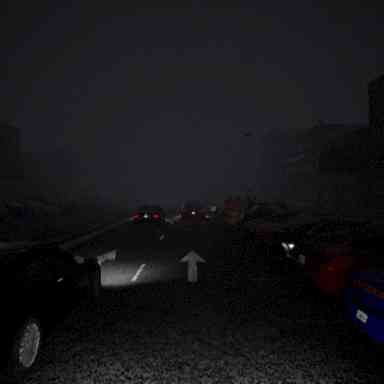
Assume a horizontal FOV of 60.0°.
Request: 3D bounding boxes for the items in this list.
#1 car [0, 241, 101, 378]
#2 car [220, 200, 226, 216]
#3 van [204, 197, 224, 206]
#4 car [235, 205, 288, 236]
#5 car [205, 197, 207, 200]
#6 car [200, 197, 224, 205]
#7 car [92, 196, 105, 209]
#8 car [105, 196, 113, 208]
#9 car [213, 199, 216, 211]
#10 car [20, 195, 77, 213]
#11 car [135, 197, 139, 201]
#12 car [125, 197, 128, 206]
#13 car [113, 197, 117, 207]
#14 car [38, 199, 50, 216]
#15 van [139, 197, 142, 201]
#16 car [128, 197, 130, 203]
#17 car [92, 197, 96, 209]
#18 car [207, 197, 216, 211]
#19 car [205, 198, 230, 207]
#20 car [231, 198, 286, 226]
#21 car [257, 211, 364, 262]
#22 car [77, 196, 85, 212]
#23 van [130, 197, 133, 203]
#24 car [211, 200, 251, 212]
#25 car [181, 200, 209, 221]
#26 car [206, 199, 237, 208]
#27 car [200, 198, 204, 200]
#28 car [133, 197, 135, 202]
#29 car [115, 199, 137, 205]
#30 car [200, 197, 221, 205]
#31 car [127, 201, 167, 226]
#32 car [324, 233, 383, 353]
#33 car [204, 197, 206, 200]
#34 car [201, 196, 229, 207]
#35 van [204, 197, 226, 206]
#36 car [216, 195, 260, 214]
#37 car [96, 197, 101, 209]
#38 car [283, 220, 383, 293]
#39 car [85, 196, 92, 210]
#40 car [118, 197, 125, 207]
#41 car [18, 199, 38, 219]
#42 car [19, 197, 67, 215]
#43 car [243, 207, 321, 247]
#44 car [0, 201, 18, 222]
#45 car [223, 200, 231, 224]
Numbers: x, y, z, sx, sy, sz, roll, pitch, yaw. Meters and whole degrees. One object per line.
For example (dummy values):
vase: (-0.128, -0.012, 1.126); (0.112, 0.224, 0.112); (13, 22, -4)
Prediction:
car: (-2.898, 1.529, 5.388); (1.812, 1.442, 4.674); (0, 0, 0)
car: (4.726, 1.517, 23.839); (4.892, 1.521, 2.231); (0, 0, 0)
van: (4.862, 2.087, 73.840); (4.442, 1.987, 1.878); (0, -1, 0)
car: (4.687, 1.526, 15.626); (4.792, 1.488, 2.163); (0, 0, 0)
car: (4.914, 1.723, 46.051); (5.366, 1.575, 1.946); (0, -1, 0)
car: (4.785, 2.165, 79.523); (5.566, 2.045, 2.435); (0, -1, 0)
car: (-15.770, 1.673, 49.105); (4.553, 1.767, 2.185); (0, -1, 0)
car: (-15.771, 1.607, 51.863); (5.566, 2.045, 2.435); (0, -1, 0)
car: (4.721, 1.588, 32.296); (4.674, 1.452, 2.002); (0, 0, 0)
car: (-15.689, 1.334, 35.331); (5.566, 2.045, 2.435); (0, -1, 0)
car: (-15.752, 2.116, 76.680); (5.566, 2.045, 2.435); (0, -1, 0)
car: (-15.949, 2.152, 65.645); (5.366, 1.575, 1.946); (0, -1, 0)
car: (-15.718, 1.667, 54.620); (5.566, 2.045, 2.435); (0, -1, 0)
car: (-15.707, 1.585, 29.819); (4.674, 1.452, 2.002); (0, 0, 0)
van: (-15.909, 2.284, 84.954); (4.442, 1.987, 1.878); (0, -1, 0)
car: (-15.765, 2.250, 68.400); (4.674, 1.452, 2.002); (0, -1, 0)
car: (-15.725, 1.693, 43.594); (5.008, 1.535, 2.097); (0, -1, 0)
car: (4.695, 1.318, 35.074); (5.566, 2.045, 2.435); (0, -1, 0)
car: (4.766, 1.965, 62.848); (4.553, 1.767, 2.185); (0, -1, 0)
car: (4.690, 1.377, 18.397); (4.553, 1.767, 2.185); (0, 0, 0)
car: (4.707, 1.488, 10.067); (4.892, 1.521, 2.231); (0, 0, 0)
car: (-15.693, 1.362, 38.088); (5.566, 2.045, 2.435); (0, -1, 0)
van: (-15.655, 2.038, 71.164); (4.442, 1.987, 1.878); (0, -1, 0)
car: (4.724, 1.674, 40.623); (4.674, 1.452, 2.002); (0, -1, 0)
car: (0.111, 1.612, 27.981); (1.994, 1.385, 4.181); (0, 0, 0)
car: (4.738, 1.908, 54.509); (4.892, 1.521, 2.231); (0, -1, 0)
car: (0.117, 1.755, 43.006); (1.994, 1.385, 4.181); (0, -1, 0)
car: (-15.807, 2.191, 73.919); (4.553, 1.767, 2.185); (0, -1, 0)
car: (-15.755, 2.446, 79.432); (4.792, 1.488, 2.163); (0, -1, 0)
car: (4.812, 2.303, 87.858); (5.566, 2.045, 2.435); (0, -1, 0)
car: (-2.892, 1.583, 23.449); (2.033, 1.411, 5.357); (0, 0, 0)
car: (4.706, 1.481, 4.385); (5.008, 1.535, 2.097); (0, 0, 0)
car: (4.736, 1.842, 51.606); (5.008, 1.535, 2.097); (0, -1, 0)
car: (4.707, 1.952, 68.289); (5.566, 2.045, 2.435); (0, -1, 0)
van: (4.857, 2.036, 71.187); (4.442, 1.987, 1.878); (0, -1, 0)
car: (4.690, 1.408, 29.520); (4.553, 1.767, 2.185); (0, 0, 0)
car: (-15.763, 1.774, 46.345); (4.792, 1.488, 2.163); (0, -1, 0)
car: (4.742, 1.513, 7.289); (4.792, 1.488, 2.163); (0, 0, 0)
car: (-15.698, 1.401, 40.841); (5.566, 2.045, 2.435); (0, -1, 0)
car: (-15.945, 2.094, 62.886); (5.366, 1.575, 1.946); (0, -1, 0)
car: (-15.700, 1.532, 27.064); (5.008, 1.535, 2.097); (0, 0, 0)
car: (-15.528, 1.557, 32.577); (5.366, 1.575, 1.946); (0, 0, 0)
car: (4.720, 1.491, 12.848); (5.008, 1.535, 2.097); (0, 0, 0)
car: (-15.732, 1.397, 24.307); (4.553, 1.767, 2.185); (0, 0, 0)
car: (4.904, 1.506, 21.059); (5.366, 1.575, 1.946); (0, 0, 0)
